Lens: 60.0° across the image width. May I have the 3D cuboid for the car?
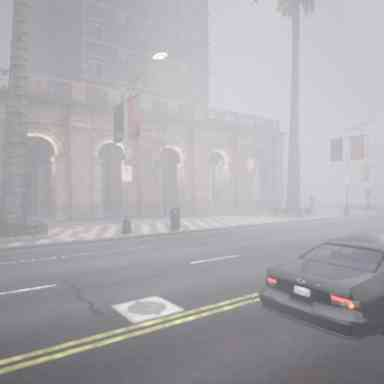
[{"bbox_3d":[3.678,1.503,6.405,5.357,1.411,2.033,-1,0,-35],"label":"car"}]
